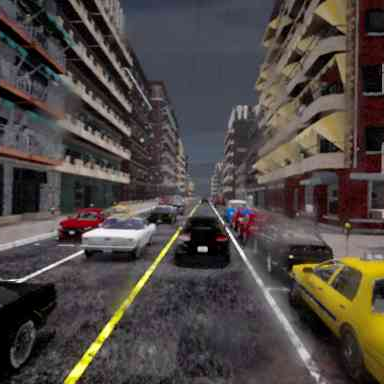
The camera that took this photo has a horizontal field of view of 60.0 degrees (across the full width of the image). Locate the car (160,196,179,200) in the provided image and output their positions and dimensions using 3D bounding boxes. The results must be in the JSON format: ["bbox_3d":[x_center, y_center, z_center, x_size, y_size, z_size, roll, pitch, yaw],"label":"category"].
[{"bbox_3d":[-3.731,1.551,50.564,2.192,1.841,5.009,2,0,2],"label":"car"}]

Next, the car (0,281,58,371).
[{"bbox_3d":[-3.067,1.551,2.894,1.895,1.301,4.718,1,0,2],"label":"car"}]

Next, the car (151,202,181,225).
[{"bbox_3d":[-2.158,1.705,25.209,1.895,1.301,4.718,1,0,3],"label":"car"}]

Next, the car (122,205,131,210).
[{"bbox_3d":[-4.877,1.551,22.105,1.752,1.417,4.829,2,0,2],"label":"car"}]

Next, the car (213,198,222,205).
[{"bbox_3d":[5.546,2.122,73.027,1.752,1.417,4.829,2,0,2],"label":"car"}]

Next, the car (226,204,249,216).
[{"bbox_3d":[3.500,1.754,21.938,1.887,1.381,4.507,2,0,2],"label":"car"}]

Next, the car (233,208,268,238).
[{"bbox_3d":[3.274,1.714,16.281,1.887,1.381,4.507,2,0,2],"label":"car"}]

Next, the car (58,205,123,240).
[{"bbox_3d":[-5.098,1.531,16.618,1.887,1.381,4.507,2,0,2],"label":"car"}]

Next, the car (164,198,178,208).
[{"bbox_3d":[-3.511,1.830,56.219,2.008,1.369,4.403,2,0,2],"label":"car"}]

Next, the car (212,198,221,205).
[{"bbox_3d":[5.764,2.224,78.512,1.802,1.307,4.206,2,0,2],"label":"car"}]

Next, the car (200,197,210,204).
[{"bbox_3d":[3.108,2.083,79.460,1.837,1.490,4.892,1,0,2],"label":"car"}]

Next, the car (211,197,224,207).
[{"bbox_3d":[5.093,1.821,61.542,2.192,1.841,5.009,2,0,2],"label":"car"}]

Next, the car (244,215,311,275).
[{"bbox_3d":[3.046,1.681,10.624,2.008,1.369,4.403,2,0,2],"label":"car"}]

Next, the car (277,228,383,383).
[{"bbox_3d":[2.837,1.620,5.362,1.752,1.417,4.829,2,0,2],"label":"car"}]

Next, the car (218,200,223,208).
[{"bbox_3d":[3.953,1.842,33.254,2.008,1.369,4.403,2,0,2],"label":"car"}]

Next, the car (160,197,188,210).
[{"bbox_3d":[-1.675,1.618,35.008,2.128,1.511,4.902,1,0,2],"label":"car"}]

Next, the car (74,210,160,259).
[{"bbox_3d":[-2.660,1.619,12.981,1.895,1.301,4.718,1,0,2],"label":"car"}]

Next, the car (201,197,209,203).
[{"bbox_3d":[3.525,2.099,89.875,2.128,1.511,4.902,1,0,2],"label":"car"}]

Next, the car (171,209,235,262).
[{"bbox_3d":[0.424,1.611,12.533,1.812,1.442,4.674,1,0,2],"label":"car"}]

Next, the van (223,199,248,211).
[{"bbox_3d":[3.733,1.591,27.598,1.690,1.788,3.998,2,0,2],"label":"van"}]
